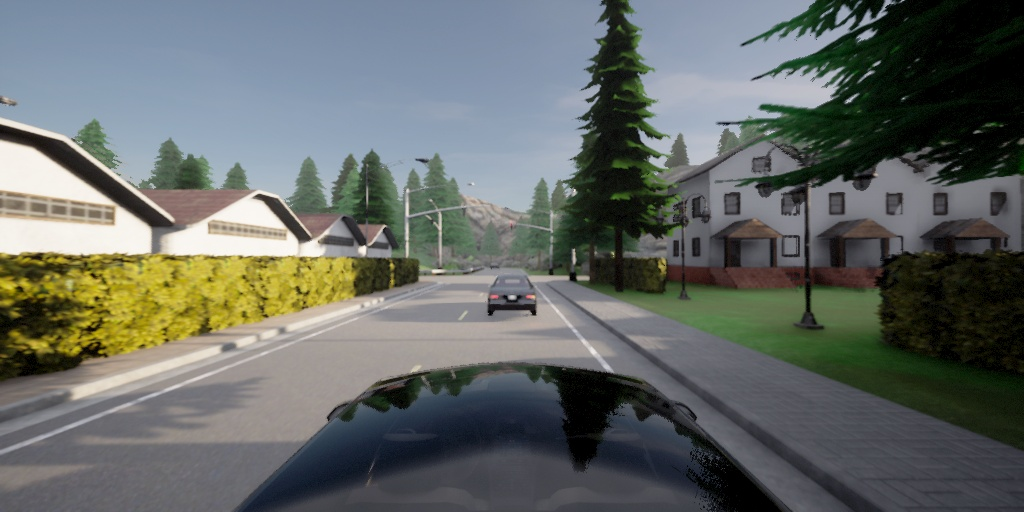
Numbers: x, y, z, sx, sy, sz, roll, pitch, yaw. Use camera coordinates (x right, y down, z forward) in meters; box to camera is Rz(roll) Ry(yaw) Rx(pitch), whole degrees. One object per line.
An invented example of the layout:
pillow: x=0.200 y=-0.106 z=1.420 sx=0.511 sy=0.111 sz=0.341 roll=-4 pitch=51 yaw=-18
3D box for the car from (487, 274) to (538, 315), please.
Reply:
car: x=0.015 y=1.439 z=14.338 sx=2.033 sy=1.411 sz=5.357 roll=0 pitch=-1 yaw=0
